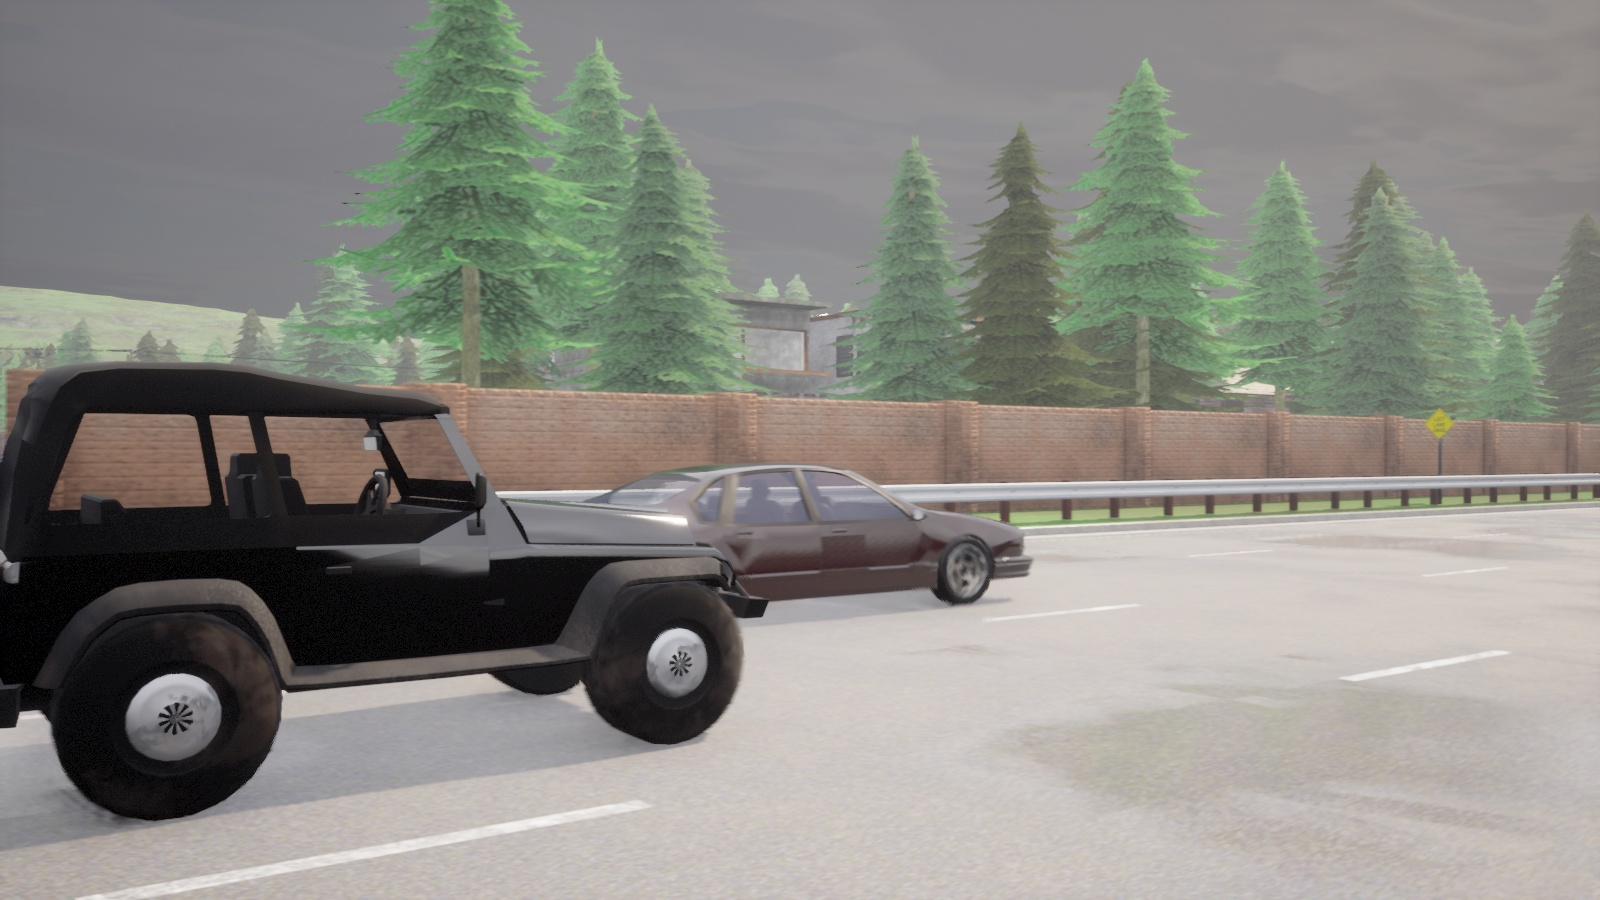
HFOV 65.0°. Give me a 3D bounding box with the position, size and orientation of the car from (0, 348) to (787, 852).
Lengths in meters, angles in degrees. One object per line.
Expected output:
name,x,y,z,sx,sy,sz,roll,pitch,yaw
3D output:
car,-2.203,0.561,6.391,3.866,1.878,1.905,0,0,-35

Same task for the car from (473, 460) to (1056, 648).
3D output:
car,-0.181,0.822,12.061,5.357,1.411,2.033,0,0,-35

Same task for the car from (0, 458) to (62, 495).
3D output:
car,-30.762,0.991,47.844,1.994,1.385,4.181,0,0,26
